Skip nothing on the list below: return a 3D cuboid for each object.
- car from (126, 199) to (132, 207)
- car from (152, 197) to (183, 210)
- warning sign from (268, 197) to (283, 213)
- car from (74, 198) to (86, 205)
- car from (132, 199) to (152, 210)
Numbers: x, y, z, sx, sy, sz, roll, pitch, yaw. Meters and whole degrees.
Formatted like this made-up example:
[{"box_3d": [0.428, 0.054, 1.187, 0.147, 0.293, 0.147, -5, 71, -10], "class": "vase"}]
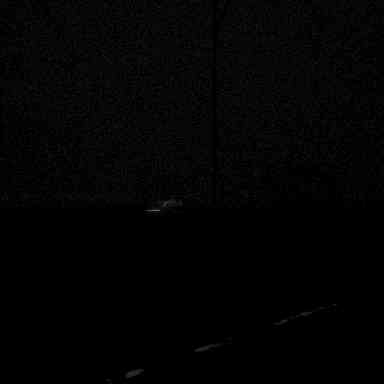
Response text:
[{"box_3d": [-10.737, 2.047, 61.825, 2.097, 1.767, 4.553, 2, -2, -36], "class": "car"}, {"box_3d": [-3.645, 1.764, 52.151, 2.150, 2.045, 5.566, 2, -2, -36], "class": "car"}, {"box_3d": [9.609, 1.490, 38.093, 1.300, 1.860, 1.060, 2, -1, -36], "class": "warning sign"}, {"box_3d": [-30.467, 2.522, 90.532, 2.097, 1.767, 4.553, 2, -2, -36], "class": "car"}, {"box_3d": [-7.267, 2.078, 52.306, 1.994, 1.385, 4.181, 2, -2, -36], "class": "car"}]
